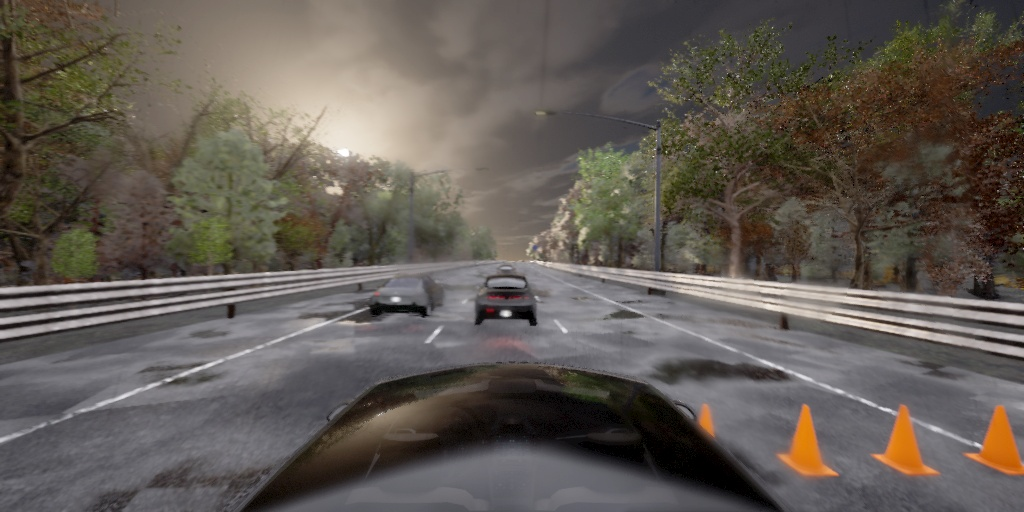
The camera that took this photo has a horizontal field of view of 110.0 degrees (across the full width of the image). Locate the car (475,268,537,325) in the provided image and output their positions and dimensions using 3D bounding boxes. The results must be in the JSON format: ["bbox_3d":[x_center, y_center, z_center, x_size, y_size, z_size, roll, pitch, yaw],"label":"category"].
[{"bbox_3d":[-0.207,1.346,12.223,1.837,1.490,4.892,1,0,-1],"label":"car"}]

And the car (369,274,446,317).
[{"bbox_3d":[-3.730,1.366,13.400,1.994,1.385,4.181,1,-1,-1],"label":"car"}]

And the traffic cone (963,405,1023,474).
[{"bbox_3d":[4.881,1.792,3.585,0.340,0.580,0.340,0,0,-2],"label":"traffic cone"}]

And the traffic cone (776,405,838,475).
[{"bbox_3d":[2.882,1.763,3.522,0.340,0.580,0.340,0,0,-2],"label":"traffic cone"}]

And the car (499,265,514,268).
[{"bbox_3d":[-0.553,1.552,34.242,1.812,1.442,4.674,1,0,-1],"label":"car"}]

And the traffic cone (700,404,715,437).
[{"bbox_3d":[1.883,1.748,3.490,0.340,0.580,0.340,0,0,-2],"label":"traffic cone"}]

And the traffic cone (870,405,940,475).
[{"bbox_3d":[3.881,1.777,3.553,0.340,0.580,0.340,0,0,-2],"label":"traffic cone"}]
